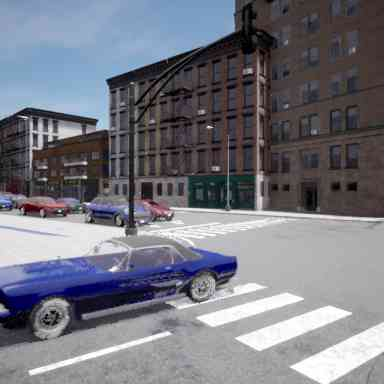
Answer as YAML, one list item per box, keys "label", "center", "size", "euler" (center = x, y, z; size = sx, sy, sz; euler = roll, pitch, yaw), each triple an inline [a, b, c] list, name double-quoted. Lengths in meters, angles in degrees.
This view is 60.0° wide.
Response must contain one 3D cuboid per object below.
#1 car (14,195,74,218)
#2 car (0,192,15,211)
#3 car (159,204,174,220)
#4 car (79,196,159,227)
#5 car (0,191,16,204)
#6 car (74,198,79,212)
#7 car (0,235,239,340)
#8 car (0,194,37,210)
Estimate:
- label: "car"
  center: [-11.741, 1.118, 26.232]
  size: [5.008, 1.535, 1.882]
  euler: [1, 0, 39]
- label: "car"
  center: [-19.229, 1.025, 32.298]
  size: [5.008, 1.535, 1.882]
  euler: [1, 0, 40]
- label: "car"
  center: [-3.375, 1.267, 23.842]
  size: [4.674, 1.442, 1.812]
  euler: [1, 0, 38]
- label: "car"
  center: [-4.586, 1.089, 20.593]
  size: [4.553, 1.767, 2.097]
  euler: [1, 0, 39]
- label: "car"
  center: [-27.549, 0.787, 48.205]
  size: [4.553, 1.767, 2.097]
  euler: [1, 0, 41]
- label: "car"
  center: [-11.155, 1.201, 29.923]
  size: [4.181, 1.385, 1.994]
  euler: [1, 0, 39]
- label: "car"
  center: [-1.393, 1.600, 6.672]
  size: [4.718, 1.301, 1.895]
  euler: [0, 0, -35]
- label: "car"
  center: [-19.160, 1.030, 36.467]
  size: [4.902, 1.511, 2.128]
  euler: [1, 0, 40]
